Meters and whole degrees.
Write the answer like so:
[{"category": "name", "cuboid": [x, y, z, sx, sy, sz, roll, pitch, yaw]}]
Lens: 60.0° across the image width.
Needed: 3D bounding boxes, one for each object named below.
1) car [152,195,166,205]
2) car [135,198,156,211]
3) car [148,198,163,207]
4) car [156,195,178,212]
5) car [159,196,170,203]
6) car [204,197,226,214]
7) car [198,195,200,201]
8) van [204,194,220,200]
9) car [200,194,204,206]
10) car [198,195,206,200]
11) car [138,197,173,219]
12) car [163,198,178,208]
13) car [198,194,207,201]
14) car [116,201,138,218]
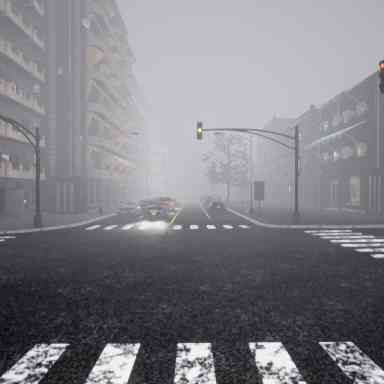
[{"category": "car", "cuboid": [-5.703, 1.417, 57.872, 1.967, 1.590, 4.097, 0, 0, 0]}, {"category": "car", "cuboid": [-5.699, 1.531, 41.271, 1.887, 1.381, 4.507, 0, 0, 0]}, {"category": "car", "cuboid": [-5.701, 1.562, 52.339, 1.802, 1.307, 4.206, 0, 0, 0]}, {"category": "car", "cuboid": [-3.090, 1.340, 38.661, 2.097, 1.767, 4.553, 0, 0, 0]}, {"category": "car", "cuboid": [-5.704, 1.551, 68.939, 1.802, 1.307, 4.206, 0, 0, 0]}, {"category": "car", "cuboid": [2.682, 1.555, 35.732, 1.947, 1.339, 4.313, 0, 0, 0]}, {"category": "car", "cuboid": [2.673, 1.280, 74.467, 2.192, 1.841, 5.009, 0, 0, 0]}, {"category": "van", "cuboid": [2.679, 1.327, 41.265, 1.690, 1.788, 3.998, 0, 0, 0]}, {"category": "car", "cuboid": [2.678, 1.420, 52.333, 1.967, 1.590, 4.097, 0, 0, 0]}, {"category": "car", "cuboid": [2.673, 1.496, 91.067, 1.887, 1.381, 4.507, 0, 0, 0]}, {"category": "car", "cuboid": [-3.096, 1.483, 29.473, 2.128, 1.511, 4.902, 0, 0, 0]}, {"category": "car", "cuboid": [-3.082, 1.546, 48.689, 1.994, 1.385, 4.181, 0, 0, 0]}, {"category": "car", "cuboid": [2.672, 1.396, 85.533, 1.967, 1.590, 4.097, 0, 0, 0]}, {"category": "car", "cuboid": [-5.698, 1.542, 30.205, 2.008, 1.369, 4.403, 0, 0, 0]}]
